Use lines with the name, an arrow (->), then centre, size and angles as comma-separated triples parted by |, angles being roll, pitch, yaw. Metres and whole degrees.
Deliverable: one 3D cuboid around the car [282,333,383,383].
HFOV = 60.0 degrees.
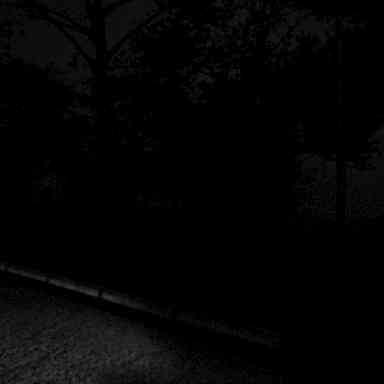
car -> 2.772, 1.490, 1.401 | 4.902, 1.511, 2.128 | 0, 0, 35
